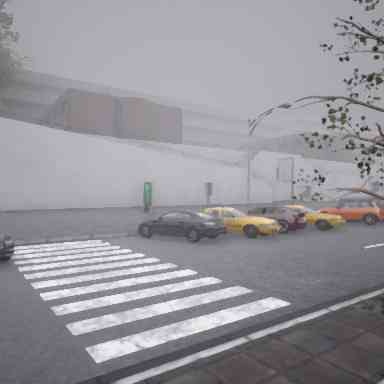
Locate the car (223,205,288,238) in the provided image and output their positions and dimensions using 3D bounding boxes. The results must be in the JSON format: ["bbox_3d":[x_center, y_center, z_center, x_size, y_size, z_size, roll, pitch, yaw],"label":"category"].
[{"bbox_3d":[2.039,1.508,17.867,5.366,1.575,1.946,-1,-1,35],"label":"car"}]

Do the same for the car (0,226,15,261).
[{"bbox_3d":[-7.832,1.493,11.060,4.892,1.521,2.231,-1,-1,34],"label":"car"}]

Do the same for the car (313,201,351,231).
[{"bbox_3d":[6.899,1.533,21.328,5.366,1.575,1.946,-1,-1,35],"label":"car"}]

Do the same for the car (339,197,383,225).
[{"bbox_3d":[11.627,1.431,24.876,4.553,1.767,2.185,-1,-1,34],"label":"car"}]

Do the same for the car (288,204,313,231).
[{"bbox_3d":[4.289,1.555,19.714,4.792,1.488,2.163,-1,-1,35],"label":"car"}]

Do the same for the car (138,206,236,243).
[{"bbox_3d":[-0.542,1.545,16.236,4.674,1.452,2.002,-1,-1,35],"label":"car"}]
